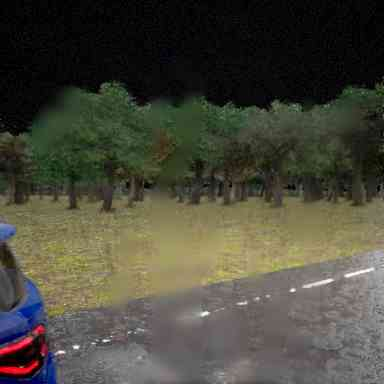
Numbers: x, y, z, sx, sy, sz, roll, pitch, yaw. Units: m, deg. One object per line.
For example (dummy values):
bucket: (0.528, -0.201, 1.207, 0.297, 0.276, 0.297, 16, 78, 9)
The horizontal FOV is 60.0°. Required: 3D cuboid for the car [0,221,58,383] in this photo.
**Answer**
car: (-3.570, 1.209, 1.443, 5.566, 2.045, 2.150, 0, 0, -35)
